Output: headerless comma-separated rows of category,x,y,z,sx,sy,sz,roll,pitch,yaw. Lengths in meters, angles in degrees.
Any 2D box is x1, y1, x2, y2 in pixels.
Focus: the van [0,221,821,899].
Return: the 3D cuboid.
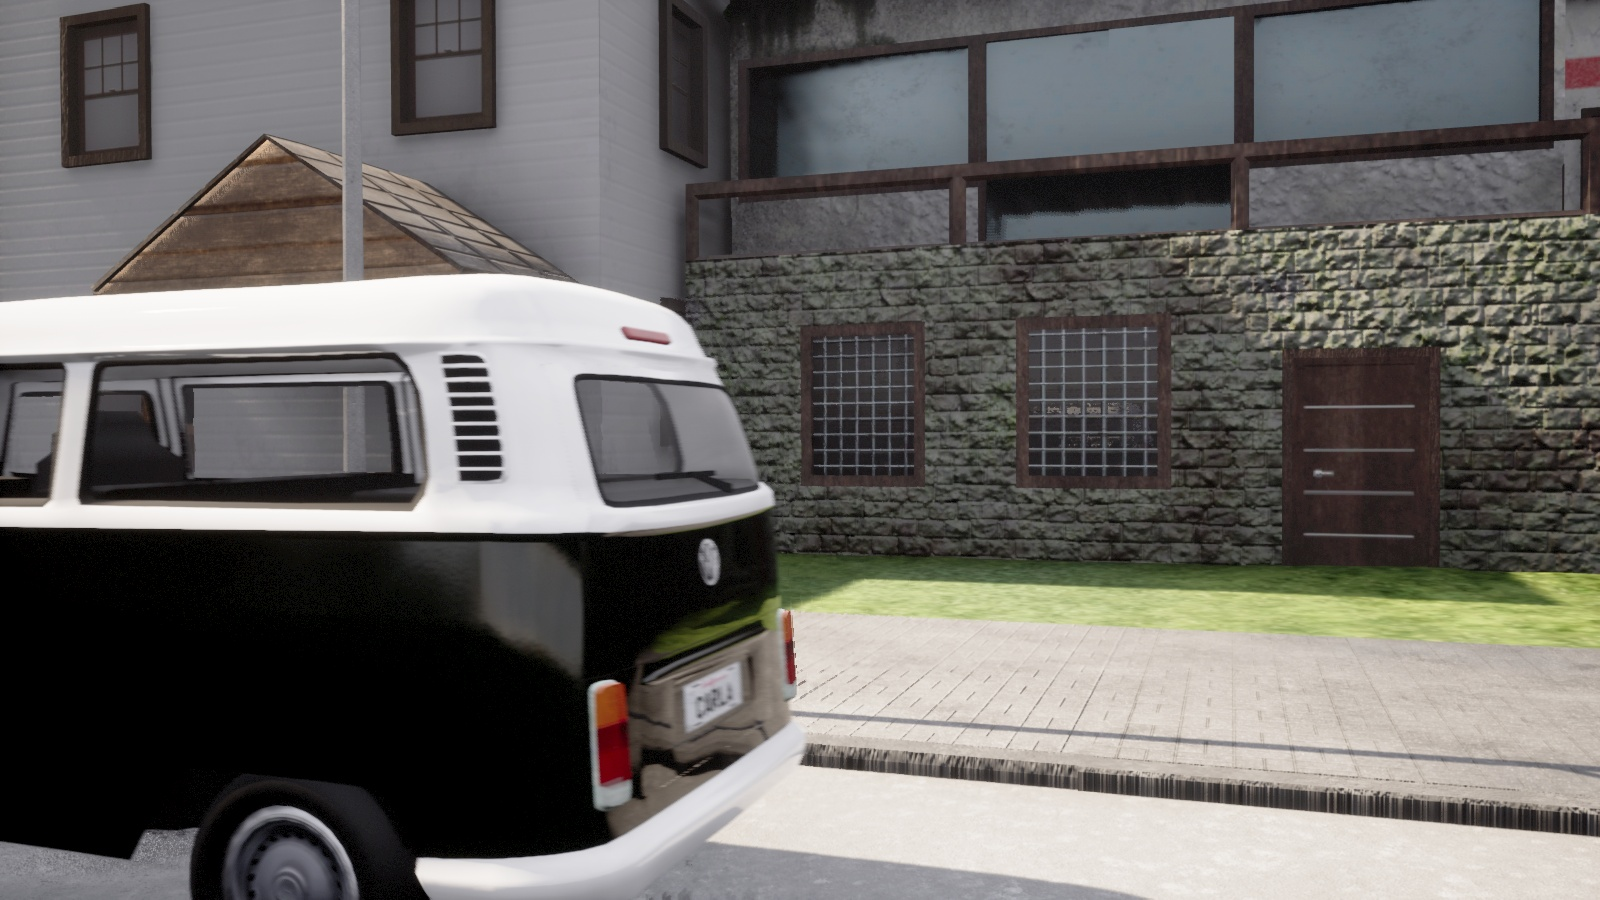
van,-2.379,0.468,4.555,4.480,2.038,2.069,1,1,19
